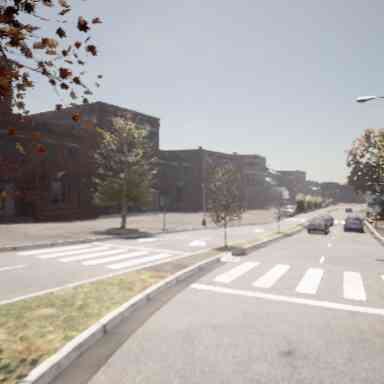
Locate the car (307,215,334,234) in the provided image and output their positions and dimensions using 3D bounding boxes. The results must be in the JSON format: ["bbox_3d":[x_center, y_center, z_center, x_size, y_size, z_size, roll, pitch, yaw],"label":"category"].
[{"bbox_3d":[12.646,3.350,33.212,2.033,1.411,5.357,1,-2,25],"label":"car"}]

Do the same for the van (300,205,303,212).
[{"bbox_3d":[23.451,4.117,75.792,1.878,1.987,4.442,1,-1,25],"label":"van"}]

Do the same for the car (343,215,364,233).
[{"bbox_3d":[17.607,3.598,36.286,1.994,1.385,4.181,1,-1,25],"label":"car"}]

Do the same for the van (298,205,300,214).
[{"bbox_3d":[21.087,3.975,70.776,1.878,1.987,4.442,1,-1,25],"label":"van"}]

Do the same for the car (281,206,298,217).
[{"bbox_3d":[18.763,3.806,65.841,2.435,2.045,5.566,1,-1,25],"label":"car"}]

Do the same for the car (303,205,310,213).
[{"bbox_3d":[28.214,4.370,85.905,2.435,2.045,5.566,1,-1,25],"label":"car"}]
